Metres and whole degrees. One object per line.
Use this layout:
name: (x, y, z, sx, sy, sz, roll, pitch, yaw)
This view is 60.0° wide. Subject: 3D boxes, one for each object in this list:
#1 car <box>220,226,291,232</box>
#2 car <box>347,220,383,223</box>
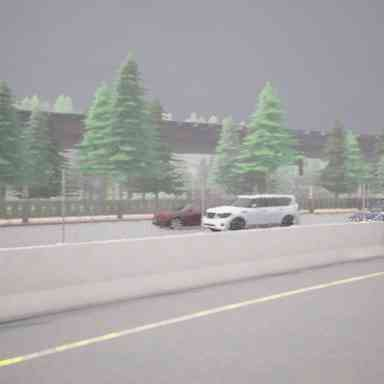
car: (3.308, 1.159, 17.997, 5.566, 2.045, 2.150, 0, 0, -28)
car: (10.416, 1.314, 17.577, 4.553, 1.767, 2.097, 0, 0, -24)
